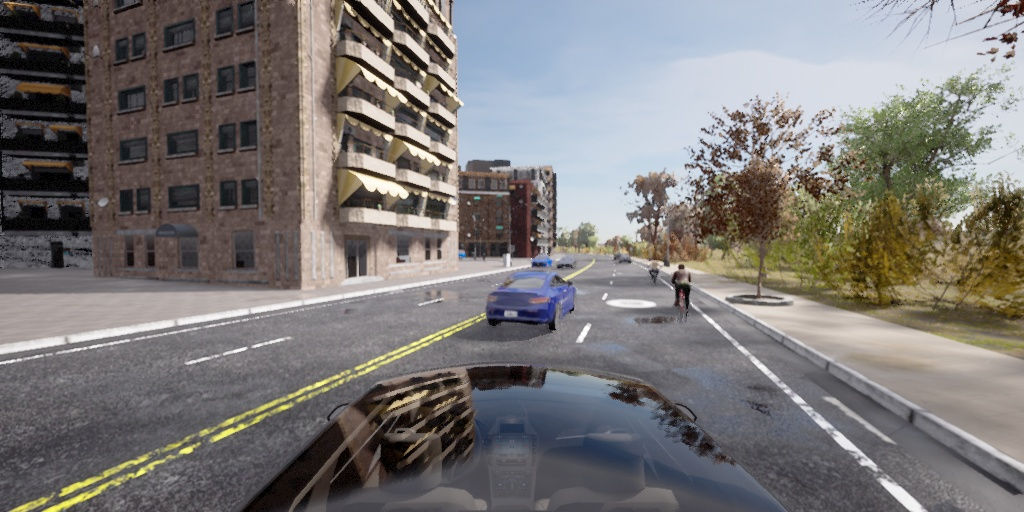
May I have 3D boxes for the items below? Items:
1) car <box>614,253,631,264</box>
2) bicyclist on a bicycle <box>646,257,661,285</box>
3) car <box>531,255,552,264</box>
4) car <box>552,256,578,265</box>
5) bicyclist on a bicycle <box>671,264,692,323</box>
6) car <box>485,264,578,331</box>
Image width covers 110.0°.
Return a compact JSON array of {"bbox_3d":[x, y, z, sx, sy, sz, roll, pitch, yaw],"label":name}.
[{"bbox_3d":[17.940,0.462,57.192,2.033,1.411,5.357,0,1,13],"label":"car"},{"bbox_3d":[8.432,0.890,21.225,0.866,1.612,1.509,0,1,18],"label":"bicyclist on a bicycle"},{"bbox_3d":[3.602,0.653,42.357,1.882,1.535,5.008,0,1,16],"label":"car"},{"bbox_3d":[6.122,0.757,39.362,2.033,1.411,5.357,0,1,16],"label":"car"},{"bbox_3d":[4.987,1.066,10.512,0.582,1.620,1.656,0,1,18],"label":"bicyclist on a bicycle"},{"bbox_3d":[0.716,1.151,10.508,1.812,1.442,4.674,0,1,19],"label":"car"}]
